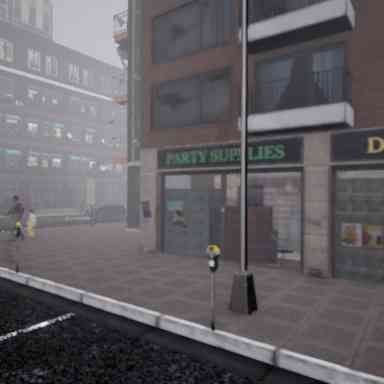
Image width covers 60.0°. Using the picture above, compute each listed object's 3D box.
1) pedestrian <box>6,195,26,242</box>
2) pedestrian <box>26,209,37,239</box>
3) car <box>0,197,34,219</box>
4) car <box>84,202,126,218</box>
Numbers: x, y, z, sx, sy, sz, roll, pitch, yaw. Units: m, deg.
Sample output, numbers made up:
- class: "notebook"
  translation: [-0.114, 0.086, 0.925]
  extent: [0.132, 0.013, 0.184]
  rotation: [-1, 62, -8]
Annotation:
- class: "pedestrian"
  translation: [-6.880, 1.012, 13.021]
  extent: [0.375, 1.860, 0.375]
  rotation: [0, 0, 35]
- class: "pedestrian"
  translation: [-6.788, 1.318, 14.191]
  extent: [0.375, 1.300, 0.375]
  rotation: [0, 0, 35]
- class: "car"
  translation: [-15.544, 1.300, 27.098]
  extent: [2.192, 1.841, 5.009]
  rotation: [-1, -1, 35]
- class: "car"
  translation: [-8.489, 1.723, 32.688]
  extent: [1.994, 1.385, 4.181]
  rotation: [0, -1, 35]
